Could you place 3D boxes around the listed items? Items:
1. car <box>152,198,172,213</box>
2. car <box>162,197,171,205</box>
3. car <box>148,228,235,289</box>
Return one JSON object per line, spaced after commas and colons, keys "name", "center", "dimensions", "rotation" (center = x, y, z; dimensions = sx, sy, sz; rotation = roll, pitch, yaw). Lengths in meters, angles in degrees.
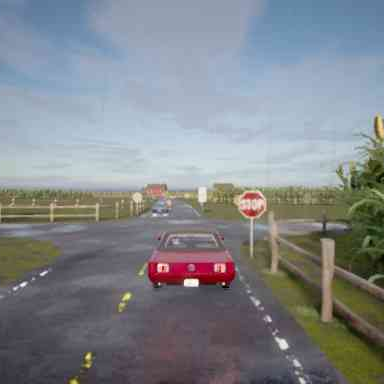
{"name": "car", "center": [-3.731, 1.775, 39.881], "dimensions": [2.033, 1.411, 5.357], "rotation": [0, 0, -2]}
{"name": "car", "center": [-5.366, 1.889, 70.539], "dimensions": [1.837, 1.490, 4.892], "rotation": [0, 0, -4]}
{"name": "car", "center": [-0.024, 1.652, 9.280], "dimensions": [1.895, 1.301, 4.718], "rotation": [0, 0, 0]}
